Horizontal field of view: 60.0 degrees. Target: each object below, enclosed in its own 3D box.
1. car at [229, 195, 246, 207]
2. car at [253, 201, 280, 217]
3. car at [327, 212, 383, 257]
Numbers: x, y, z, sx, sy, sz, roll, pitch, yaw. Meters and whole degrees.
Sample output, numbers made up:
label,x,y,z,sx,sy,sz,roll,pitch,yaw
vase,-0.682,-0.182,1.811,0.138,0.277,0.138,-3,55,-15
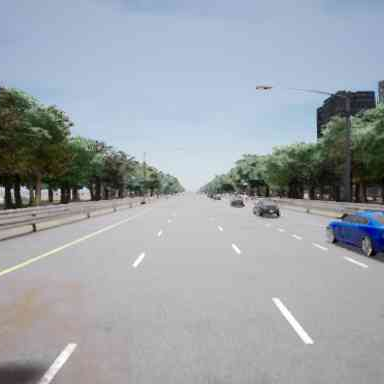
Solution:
label,x,y,z,sx,sy,sz,roll,pitch,yaw
car,7.008,1.552,52.406,1.812,1.442,4.674,0,0,0
car,6.994,1.540,31.448,1.812,1.442,4.674,0,0,0
car,6.998,1.497,12.977,1.882,1.535,5.008,0,0,0
